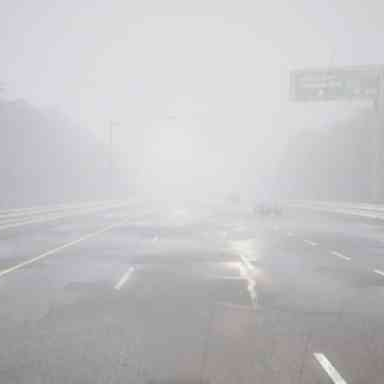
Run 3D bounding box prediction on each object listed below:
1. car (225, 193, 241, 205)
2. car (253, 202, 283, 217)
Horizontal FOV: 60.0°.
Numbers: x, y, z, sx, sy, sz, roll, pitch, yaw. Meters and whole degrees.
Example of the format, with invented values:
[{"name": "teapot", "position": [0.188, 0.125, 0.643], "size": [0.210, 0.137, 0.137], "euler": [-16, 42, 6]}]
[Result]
[{"name": "car", "position": [7.027, 1.231, 57.173], "size": [2.150, 2.045, 5.566], "euler": [0, 0, 0]}, {"name": "car", "position": [7.013, 1.595, 31.289], "size": [1.895, 1.301, 4.718], "euler": [0, 0, 0]}]
